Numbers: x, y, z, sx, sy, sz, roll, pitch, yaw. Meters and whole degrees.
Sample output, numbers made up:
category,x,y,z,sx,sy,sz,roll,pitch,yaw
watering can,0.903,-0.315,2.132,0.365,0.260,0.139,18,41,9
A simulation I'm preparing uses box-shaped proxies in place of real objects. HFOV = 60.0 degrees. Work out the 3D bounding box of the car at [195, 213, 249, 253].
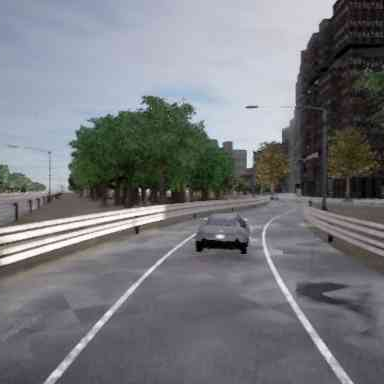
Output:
category,x,y,z,sx,sy,sz,roll,pitch,yaw
car,1.376,1.572,13.929,1.994,1.385,4.181,0,0,10

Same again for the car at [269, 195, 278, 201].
category,x,y,z,sx,sy,sz,roll,pitch,yaw
car,21.950,1.500,89.272,2.128,1.511,4.902,0,0,3
